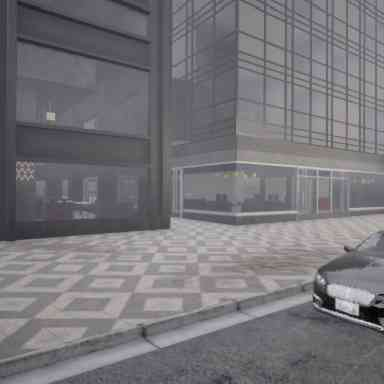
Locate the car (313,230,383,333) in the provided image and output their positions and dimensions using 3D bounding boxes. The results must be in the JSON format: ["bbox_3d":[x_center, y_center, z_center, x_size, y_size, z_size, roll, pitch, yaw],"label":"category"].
[{"bbox_3d":[4.356,1.492,6.515,4.902,1.511,2.128,0,0,-36],"label":"car"}]
